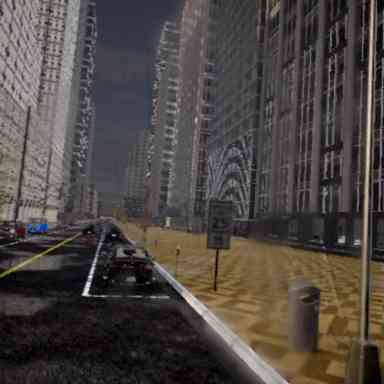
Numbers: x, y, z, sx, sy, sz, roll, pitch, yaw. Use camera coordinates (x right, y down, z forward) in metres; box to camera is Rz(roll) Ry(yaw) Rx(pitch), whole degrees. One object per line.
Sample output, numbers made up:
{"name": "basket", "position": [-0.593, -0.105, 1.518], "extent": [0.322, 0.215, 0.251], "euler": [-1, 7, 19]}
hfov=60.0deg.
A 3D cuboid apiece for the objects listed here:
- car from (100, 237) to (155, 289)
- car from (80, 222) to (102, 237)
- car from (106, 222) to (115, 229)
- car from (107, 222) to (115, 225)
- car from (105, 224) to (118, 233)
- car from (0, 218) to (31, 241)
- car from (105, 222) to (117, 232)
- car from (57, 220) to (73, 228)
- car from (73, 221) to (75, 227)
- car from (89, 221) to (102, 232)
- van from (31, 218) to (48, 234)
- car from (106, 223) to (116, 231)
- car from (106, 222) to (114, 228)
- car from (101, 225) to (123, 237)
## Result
{"name": "car", "position": [-2.406, 2.633, 12.373], "extent": [2.008, 1.369, 4.403], "euler": [5, -6, -14]}
{"name": "car", "position": [-12.390, 4.664, 40.675], "extent": [1.812, 1.442, 4.674], "euler": [5, -6, -13]}
{"name": "car", "position": [-19.076, 7.862, 77.792], "extent": [1.947, 1.339, 4.313], "euler": [5, -6, -14]}
{"name": "car", "position": [-12.182, 5.687, 50.519], "extent": [1.947, 1.339, 4.313], "euler": [5, -6, -14]}
{"name": "car", "position": [-13.562, 6.138, 55.972], "extent": [1.802, 1.307, 4.206], "euler": [5, -6, -14]}
{"name": "car", "position": [-14.766, 3.034, 26.737], "extent": [1.967, 1.590, 4.097], "euler": [5, -6, -14]}
{"name": "car", "position": [-14.932, 6.432, 61.440], "extent": [1.967, 1.590, 4.097], "euler": [5, -6, -14]}
{"name": "car", "position": [-23.044, 5.786, 59.442], "extent": [1.802, 1.307, 4.206], "euler": [5, -6, -14]}
{"name": "car", "position": [-25.801, 6.640, 70.349], "extent": [1.947, 1.339, 4.313], "euler": [5, -6, -14]}
{"name": "car", "position": [-16.908, 6.054, 58.679], "extent": [1.882, 1.535, 5.008], "euler": [6, -6, -13]}
{"name": "van", "position": [-17.517, 3.807, 37.652], "extent": [1.690, 1.788, 3.998], "euler": [5, -6, -14]}
{"name": "car", "position": [-16.318, 6.992, 66.882], "extent": [1.947, 1.339, 4.313], "euler": [5, -6, -14]}
{"name": "car", "position": [-21.832, 8.709, 88.702], "extent": [1.887, 1.381, 4.507], "euler": [5, -6, -14]}
{"name": "car", "position": [-8.046, 4.381, 34.156], "extent": [1.947, 1.339, 4.313], "euler": [5, -6, -14]}
